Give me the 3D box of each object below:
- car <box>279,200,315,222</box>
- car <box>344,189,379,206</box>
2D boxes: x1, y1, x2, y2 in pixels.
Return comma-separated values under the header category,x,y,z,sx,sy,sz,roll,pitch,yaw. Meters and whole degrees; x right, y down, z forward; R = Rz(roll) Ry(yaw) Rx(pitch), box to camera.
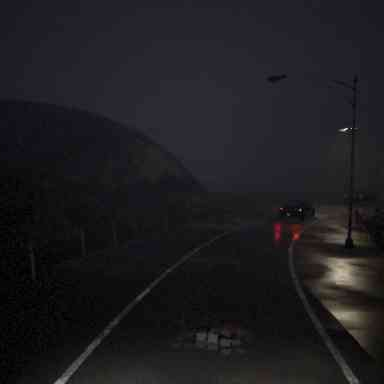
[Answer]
category,x,y,z,sx,sy,sz,roll,pitch,yaw
car,7.926,1.304,25.110,1.812,1.442,4.674,3,3,32
car,18.956,0.457,37.013,4.553,1.767,2.097,-3,5,-38
